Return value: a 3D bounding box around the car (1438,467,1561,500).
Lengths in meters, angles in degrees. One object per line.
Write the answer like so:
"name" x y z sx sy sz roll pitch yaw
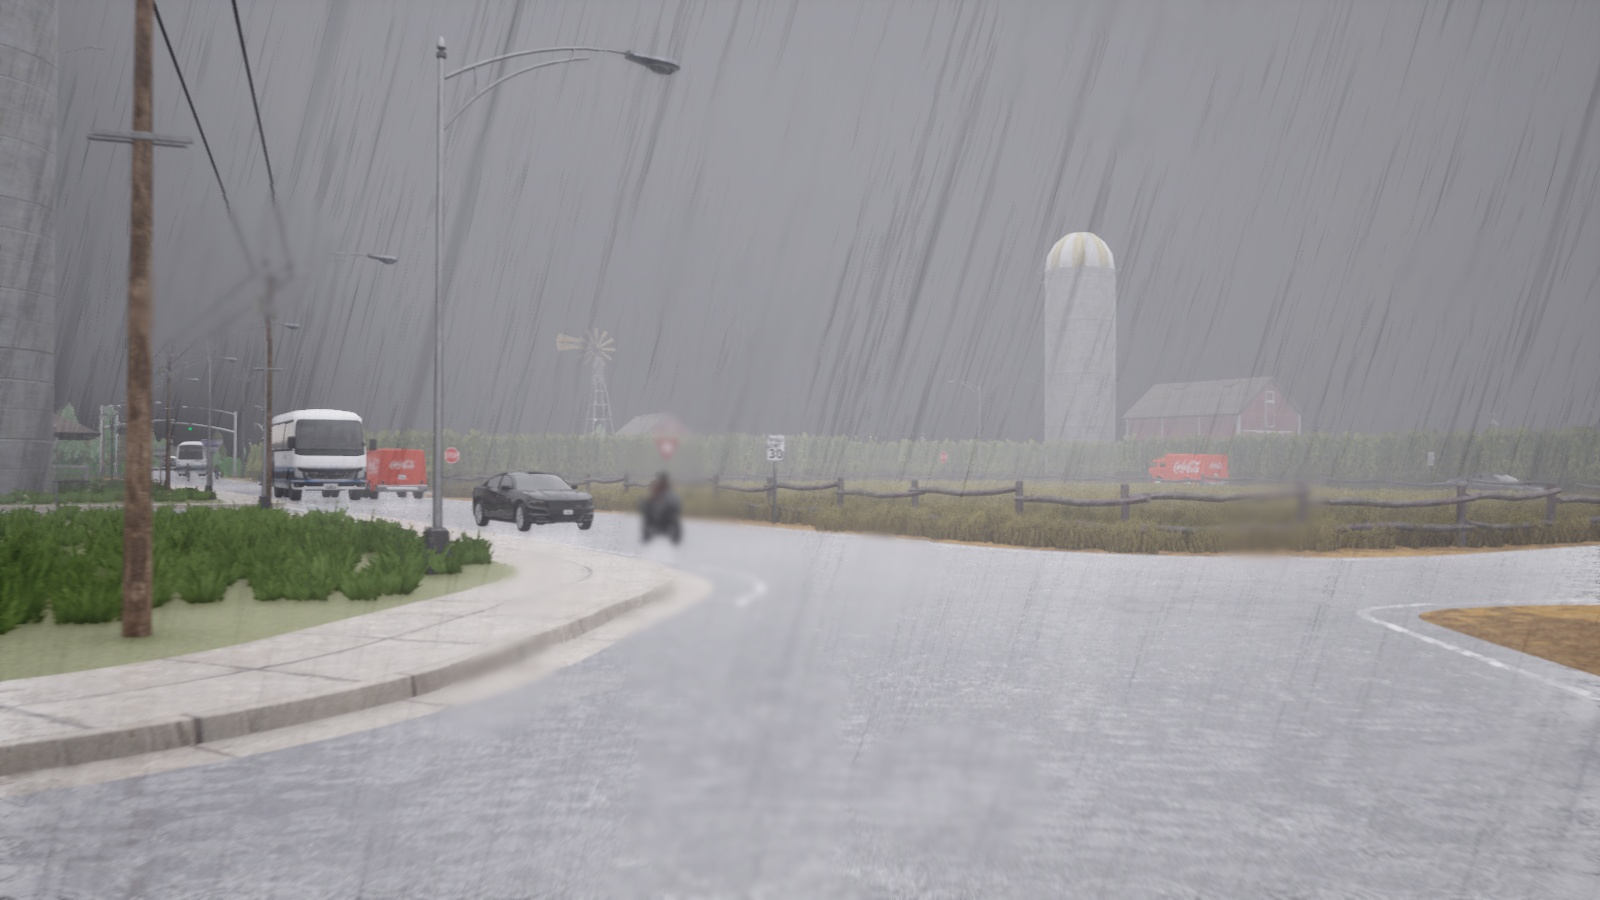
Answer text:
"car" 33.941 1.600 61.086 2.163 1.488 4.792 0 -1 -30

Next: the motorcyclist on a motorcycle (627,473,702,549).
"motorcyclist on a motorcycle" -2.871 1.250 26.389 0.797 1.523 2.044 0 -1 -31

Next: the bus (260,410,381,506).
"bus" -23.393 0.431 60.854 3.944 4.253 10.273 0 -1 -30

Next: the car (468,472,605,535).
"car" -7.107 1.356 33.437 1.882 1.535 5.008 0 -1 -33

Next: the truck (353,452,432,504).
"truck" -20.304 1.342 62.429 2.627 2.467 5.204 0 0 -31

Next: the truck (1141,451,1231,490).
"truck" 25.188 1.299 82.111 2.627 2.467 5.204 0 0 -30
